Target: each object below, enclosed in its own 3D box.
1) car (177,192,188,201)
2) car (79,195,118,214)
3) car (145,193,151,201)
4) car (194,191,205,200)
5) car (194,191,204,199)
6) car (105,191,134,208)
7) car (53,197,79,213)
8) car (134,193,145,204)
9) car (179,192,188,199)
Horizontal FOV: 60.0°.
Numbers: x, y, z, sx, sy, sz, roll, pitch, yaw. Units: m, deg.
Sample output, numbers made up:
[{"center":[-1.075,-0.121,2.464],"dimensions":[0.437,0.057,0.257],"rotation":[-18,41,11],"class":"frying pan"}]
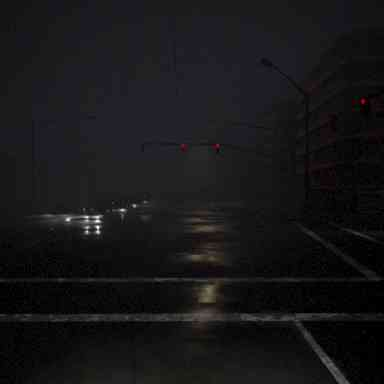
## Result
[{"center":[-1.926,0.917,65.170],"dimensions":[2.033,1.411,5.357],"rotation":[0,1,1],"class":"car"},{"center":[-9.515,1.369,34.292],"dimensions":[2.128,1.511,4.902],"rotation":[0,1,1],"class":"car"},{"center":[-9.086,0.948,63.513],"dimensions":[2.033,1.411,5.357],"rotation":[0,1,1],"class":"car"},{"center":[1.581,0.855,65.439],"dimensions":[2.128,1.511,4.902],"rotation":[0,1,1],"class":"car"},{"center":[1.613,0.556,75.829],"dimensions":[2.097,1.767,4.553],"rotation":[0,1,1],"class":"car"},{"center":[-9.397,1.106,43.333],"dimensions":[2.097,1.767,4.553],"rotation":[0,1,1],"class":"car"},{"center":[-13.003,1.346,35.359],"dimensions":[1.882,1.535,5.008],"rotation":[0,1,1],"class":"car"},{"center":[-9.274,1.132,52.978],"dimensions":[2.033,1.411,5.357],"rotation":[0,1,1],"class":"car"},{"center":[-1.887,0.742,75.821],"dimensions":[2.033,1.411,5.357],"rotation":[0,1,1],"class":"car"}]
